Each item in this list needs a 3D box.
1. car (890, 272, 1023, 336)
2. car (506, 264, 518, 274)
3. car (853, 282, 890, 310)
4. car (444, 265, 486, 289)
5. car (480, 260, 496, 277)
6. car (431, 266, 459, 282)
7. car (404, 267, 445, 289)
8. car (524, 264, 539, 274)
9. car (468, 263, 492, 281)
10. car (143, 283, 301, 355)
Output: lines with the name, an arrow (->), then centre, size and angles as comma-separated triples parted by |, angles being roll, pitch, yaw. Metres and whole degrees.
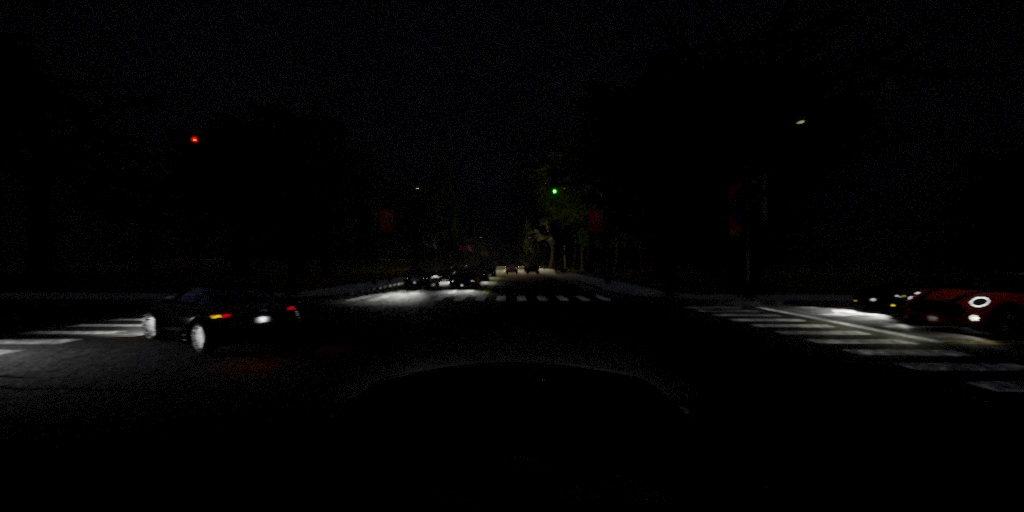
car -> 14.584, 1.256, 10.572 | 4.553, 1.767, 2.097 | 0, -1, -1
car -> -0.004, 2.085, 56.637 | 1.812, 1.442, 4.674 | 0, -1, 0
car -> 15.914, 1.505, 13.854 | 4.181, 1.385, 1.994 | 0, -1, 0
car -> -3.348, 1.608, 26.737 | 2.033, 1.411, 5.357 | 0, -1, 0
car -> -3.254, 1.600, 46.906 | 2.150, 2.045, 5.566 | 0, -1, 0
car -> -6.577, 1.755, 35.642 | 1.994, 1.385, 4.181 | 0, -1, 0
car -> -6.597, 1.556, 26.724 | 2.128, 1.511, 4.902 | 0, -1, 0
car -> 3.247, 2.057, 56.506 | 1.837, 1.490, 4.892 | 0, -1, 0
car -> -3.324, 1.702, 36.330 | 1.837, 1.490, 4.892 | 0, -1, 0
car -> -7.248, 1.380, 8.949 | 4.181, 1.385, 1.994 | 0, -1, 30
